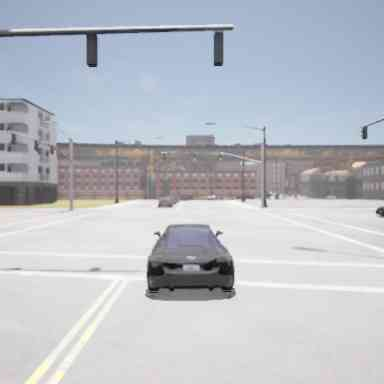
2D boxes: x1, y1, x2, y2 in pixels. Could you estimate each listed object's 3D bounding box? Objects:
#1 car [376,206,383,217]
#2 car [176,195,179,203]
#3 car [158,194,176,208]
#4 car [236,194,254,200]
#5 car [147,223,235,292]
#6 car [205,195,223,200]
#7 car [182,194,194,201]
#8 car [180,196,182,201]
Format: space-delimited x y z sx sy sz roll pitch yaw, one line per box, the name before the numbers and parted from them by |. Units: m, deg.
car | 17.059 1.334 26.554 4.181 1.385 1.994 -1 0 1
car | -3.567 1.286 54.692 2.128 1.511 4.902 0 0 0
car | -3.580 1.354 45.553 1.812 1.442 4.674 0 0 0
car | 13.416 1.207 84.464 4.902 1.511 2.128 0 0 -24
car | -0.089 1.524 8.909 1.994 1.385 4.181 0 1 -2
car | 5.374 1.300 78.539 1.895 1.301 4.718 0 0 44
car | -1.101 1.218 75.013 1.837 1.490 4.892 0 0 23
car | -3.481 1.261 64.846 1.837 1.490 4.892 0 0 0
